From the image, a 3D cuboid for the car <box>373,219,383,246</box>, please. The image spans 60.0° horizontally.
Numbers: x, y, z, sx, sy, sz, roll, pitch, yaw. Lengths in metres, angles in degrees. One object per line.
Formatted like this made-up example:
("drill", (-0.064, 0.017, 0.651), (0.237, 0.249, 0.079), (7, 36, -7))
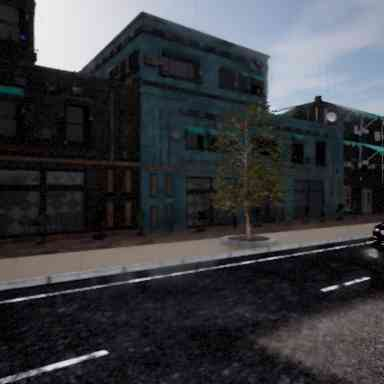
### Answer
("car", (9.888, 1.597, 14.721), (4.902, 1.511, 2.128), (0, 0, -35))
